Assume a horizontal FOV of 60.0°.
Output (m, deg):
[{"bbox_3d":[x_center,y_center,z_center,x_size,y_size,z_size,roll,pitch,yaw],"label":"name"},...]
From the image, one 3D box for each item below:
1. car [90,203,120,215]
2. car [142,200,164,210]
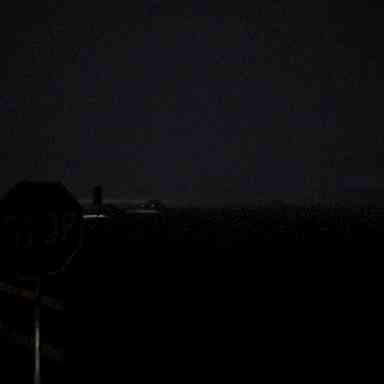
[{"bbox_3d":[-10.339,1.996,39.660,1.994,1.385,4.181,-1,-1,16],"label":"car"},{"bbox_3d":[-6.236,2.001,53.486,2.097,1.767,4.553,-1,-1,18],"label":"car"}]
